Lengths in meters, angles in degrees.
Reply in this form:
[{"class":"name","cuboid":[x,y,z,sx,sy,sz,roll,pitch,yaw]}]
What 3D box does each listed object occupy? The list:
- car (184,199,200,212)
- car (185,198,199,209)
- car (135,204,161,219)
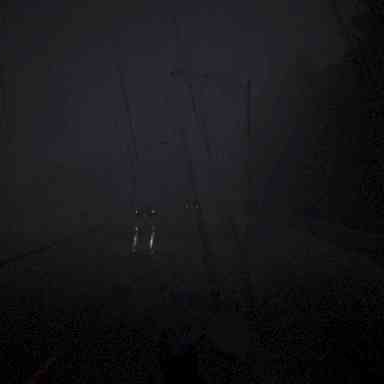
[{"class":"car","cuboid":[0.006,1.755,41.165,2.033,1.411,5.357,0,0,0]},{"class":"car","cuboid":[0.007,1.751,51.582,2.128,1.511,4.902,0,0,0]},{"class":"car","cuboid":[-4.054,1.756,30.835,1.895,1.301,4.718,0,0,1]}]
